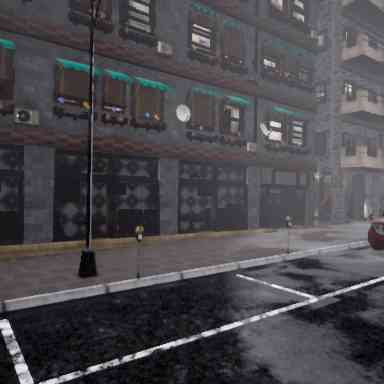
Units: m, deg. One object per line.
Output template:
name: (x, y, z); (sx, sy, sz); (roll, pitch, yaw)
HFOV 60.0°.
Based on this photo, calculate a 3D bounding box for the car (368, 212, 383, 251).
car: (8.863, 1.317, 12.859); (5.009, 1.841, 2.192); (0, 1, -35)
